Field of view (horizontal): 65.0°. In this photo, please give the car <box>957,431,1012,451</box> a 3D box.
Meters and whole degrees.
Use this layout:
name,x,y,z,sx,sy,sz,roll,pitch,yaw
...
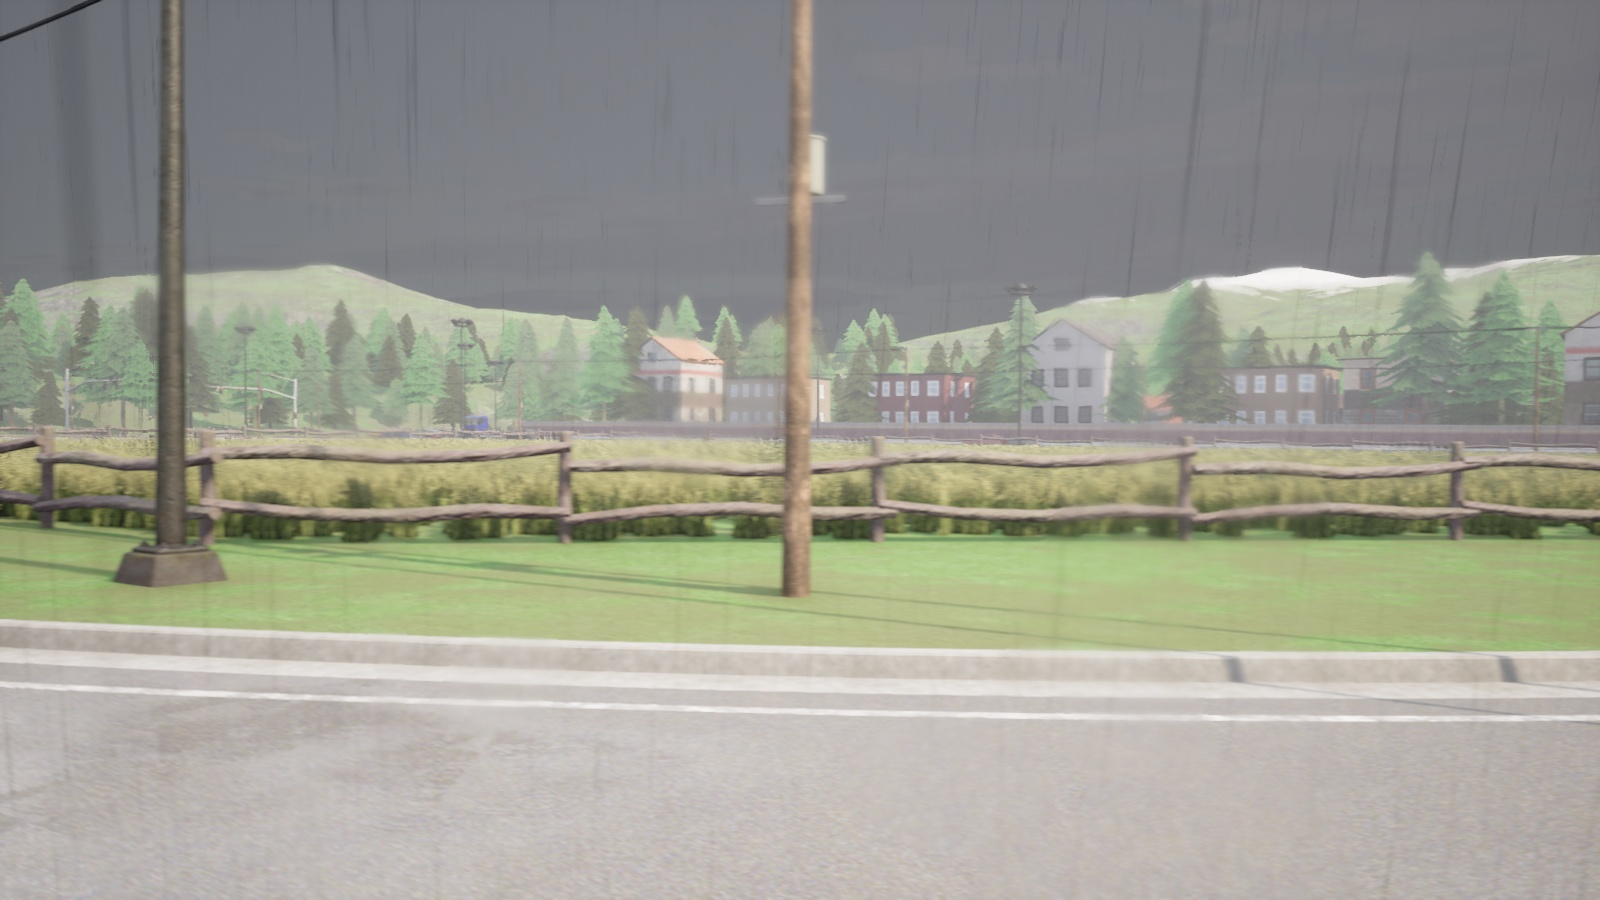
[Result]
name,x,y,z,sx,sy,sz,roll,pitch,yaw
car,13.731,-0.685,93.614,3.633,1.501,1.845,0,1,34
